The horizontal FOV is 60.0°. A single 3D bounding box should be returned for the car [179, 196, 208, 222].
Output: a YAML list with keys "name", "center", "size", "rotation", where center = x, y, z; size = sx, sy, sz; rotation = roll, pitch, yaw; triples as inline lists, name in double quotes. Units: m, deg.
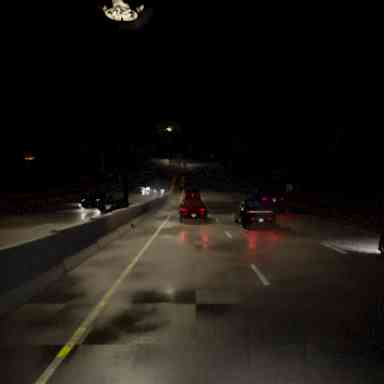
- name: "car"
  center: [0.103, 1.218, 22.670]
  size: [1.812, 1.442, 4.674]
  rotation: [0, 1, 0]

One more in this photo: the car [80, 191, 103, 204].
- name: "car"
  center: [-14.051, 0.749, 46.739]
  size: [1.812, 1.442, 4.674]
  rotation: [0, 3, 0]

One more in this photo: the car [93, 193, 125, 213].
- name: "car"
  center: [-7.072, 1.075, 30.489]
  size: [2.128, 1.511, 4.902]
  rotation: [0, 1, 0]

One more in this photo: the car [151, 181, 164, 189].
- name: "car"
  center: [-6.985, -1.564, 71.002]
  size: [1.837, 1.490, 4.892]
  rotation: [0, 7, 0]

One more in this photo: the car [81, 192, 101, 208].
- name: "car"
  center: [-10.561, 0.846, 36.645]
  size: [2.097, 1.767, 4.553]
  rotation: [0, 1, 0]

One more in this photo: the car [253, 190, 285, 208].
- name: "car"
  center: [7.105, 0.789, 31.367]
  size: [2.150, 2.045, 5.566]
  rotation: [0, 0, 0]

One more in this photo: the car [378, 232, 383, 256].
- name: "car"
  center: [7.101, 1.445, 9.224]
  size: [1.994, 1.385, 4.181]
  rotation: [0, 1, 0]

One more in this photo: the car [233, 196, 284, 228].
- name: "car"
  center: [3.603, 1.224, 19.742]
  size: [2.128, 1.511, 4.902]
  rotation: [0, 1, 0]

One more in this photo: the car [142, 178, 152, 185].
- name: "car"
  center: [-10.460, -2.543, 76.982]
  size: [2.128, 1.511, 4.902]
  rotation: [0, 7, 0]

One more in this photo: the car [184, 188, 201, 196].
- name: "car"
  center: [0.108, 0.400, 47.856]
  size: [2.150, 2.045, 5.566]
  rotation: [0, 2, 0]
